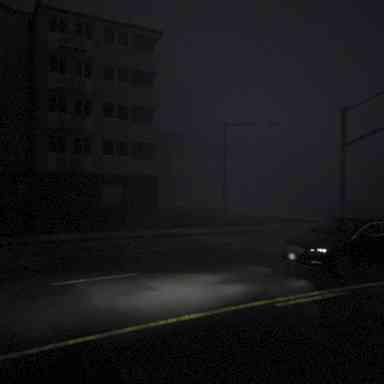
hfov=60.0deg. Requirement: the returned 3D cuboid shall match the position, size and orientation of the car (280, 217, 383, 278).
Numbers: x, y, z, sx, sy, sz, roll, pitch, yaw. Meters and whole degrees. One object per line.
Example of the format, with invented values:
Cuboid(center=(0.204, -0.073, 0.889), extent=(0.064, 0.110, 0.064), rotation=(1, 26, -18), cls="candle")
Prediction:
Cuboid(center=(4.995, 1.557, 10.284), extent=(4.902, 1.511, 2.128), rotation=(1, 0, -25), cls="car")
